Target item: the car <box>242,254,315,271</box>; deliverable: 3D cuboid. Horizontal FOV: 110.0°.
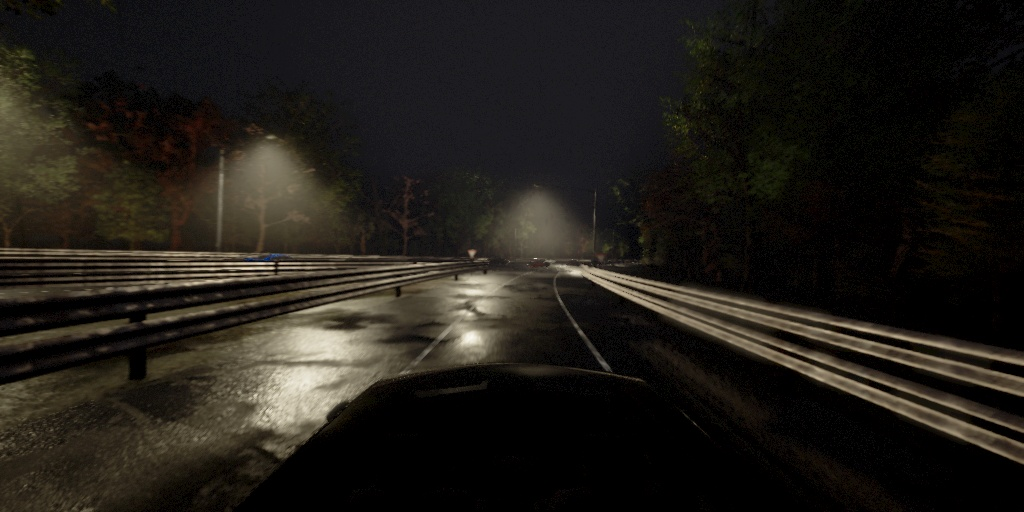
[{"bbox_3d":[-17.728,0.622,27.552,1.882,1.535,5.008,2,0,26],"label":"car"}]
